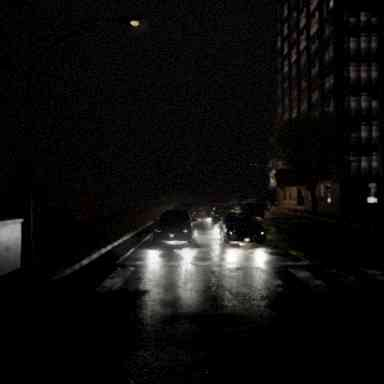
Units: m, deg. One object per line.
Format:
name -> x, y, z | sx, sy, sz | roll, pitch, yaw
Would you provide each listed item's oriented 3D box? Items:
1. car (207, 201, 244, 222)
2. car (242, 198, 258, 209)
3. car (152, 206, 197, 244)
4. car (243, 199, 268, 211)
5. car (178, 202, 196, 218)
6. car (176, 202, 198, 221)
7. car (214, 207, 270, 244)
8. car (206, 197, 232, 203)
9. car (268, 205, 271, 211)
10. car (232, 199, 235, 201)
car -> 2.592, 1.756, 26.691 | 2.128, 1.511, 4.902 | 0, -1, 1
car -> 9.706, 1.916, 55.976 | 2.097, 1.767, 4.553 | 0, -1, 1
car -> -0.829, 1.671, 16.870 | 1.837, 1.490, 4.892 | 0, -1, 1
car -> 6.179, 1.818, 34.451 | 1.882, 1.535, 5.008 | 0, -1, 1
car -> -0.478, 1.854, 36.253 | 1.882, 1.535, 5.008 | 0, -1, 1
car -> -0.664, 1.759, 26.247 | 2.128, 1.511, 4.902 | 0, -1, 1
car -> 2.422, 1.707, 16.971 | 2.033, 1.411, 5.357 | 0, -1, 1
car -> 2.781, 1.596, 36.862 | 2.150, 2.045, 5.566 | 0, -1, 1
car -> 9.532, 2.058, 46.032 | 1.895, 1.301, 4.718 | 0, -1, 1
car -> 6.557, 1.936, 57.098 | 2.097, 1.767, 4.553 | 0, -1, 1
